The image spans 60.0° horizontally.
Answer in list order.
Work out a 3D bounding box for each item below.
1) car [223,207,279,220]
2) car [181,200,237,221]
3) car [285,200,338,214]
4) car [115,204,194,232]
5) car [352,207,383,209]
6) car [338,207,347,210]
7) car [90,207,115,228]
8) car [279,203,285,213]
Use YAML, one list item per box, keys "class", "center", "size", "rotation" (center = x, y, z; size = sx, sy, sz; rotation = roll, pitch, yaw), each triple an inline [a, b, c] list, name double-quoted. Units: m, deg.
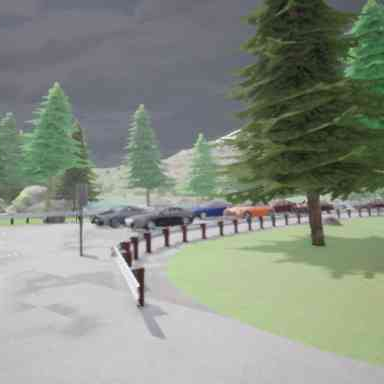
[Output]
- class: "car"
  center: [4.597, 1.390, 26.979]
  size: [4.553, 1.767, 2.097]
  rotation: [0, 0, -41]
- class: "car"
  center: [1.544, 1.530, 28.961]
  size: [5.008, 1.535, 1.882]
  rotation: [0, 0, -41]
- class: "car"
  center: [11.838, 1.503, 32.690]
  size: [5.008, 1.535, 1.882]
  rotation: [0, 0, -35]
- class: "car"
  center: [-1.948, 1.538, 20.592]
  size: [2.128, 1.511, 4.902]
  rotation: [0, 0, 43]
- class: "car"
  center: [20.476, 1.484, 37.969]
  size: [5.008, 1.535, 1.882]
  rotation: [0, 0, -28]
- class: "car"
  center: [16.580, 1.550, 39.853]
  size: [4.674, 1.442, 1.812]
  rotation: [0, 0, -29]
- class: "car"
  center: [-4.749, 1.625, 22.725]
  size: [1.994, 1.385, 4.181]
  rotation: [0, 0, 43]
- class: "car"
  center: [8.840, 1.518, 34.849]
  size: [5.008, 1.535, 1.882]
  rotation: [0, 0, -35]
